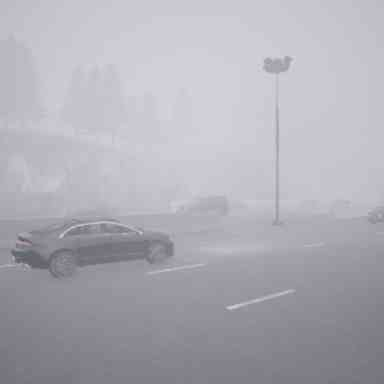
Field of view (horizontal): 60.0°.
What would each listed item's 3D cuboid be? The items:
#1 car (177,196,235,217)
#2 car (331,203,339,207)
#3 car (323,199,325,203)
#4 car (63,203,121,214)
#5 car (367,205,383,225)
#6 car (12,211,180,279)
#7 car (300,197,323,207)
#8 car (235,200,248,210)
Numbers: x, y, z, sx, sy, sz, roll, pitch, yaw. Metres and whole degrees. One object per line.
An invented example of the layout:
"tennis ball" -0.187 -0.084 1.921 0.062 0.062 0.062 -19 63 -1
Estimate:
"car" 1.175 1.408 31.709 5.566 2.045 2.150 0 0 -40
"car" 21.473 1.764 47.735 2.128 1.511 4.902 0 0 41
"car" 29.774 1.968 77.865 1.994 1.385 4.181 0 0 30
"car" -8.438 1.668 28.398 4.902 1.511 2.128 0 0 -39
"car" 14.568 1.686 24.416 5.357 1.411 2.033 0 0 -45
"car" -2.820 1.557 10.365 4.902 1.511 2.128 0 0 -37
"car" 20.221 1.828 57.307 2.128 1.511 4.902 0 0 38
"car" 5.912 1.837 46.150 1.994 1.385 4.181 0 0 44
